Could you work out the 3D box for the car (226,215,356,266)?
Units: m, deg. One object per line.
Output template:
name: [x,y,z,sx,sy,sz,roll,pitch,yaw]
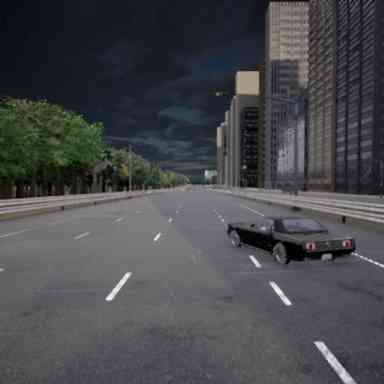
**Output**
car: [2.888,1.418,11.030,1.895,1.301,4.718,0,1,-19]
